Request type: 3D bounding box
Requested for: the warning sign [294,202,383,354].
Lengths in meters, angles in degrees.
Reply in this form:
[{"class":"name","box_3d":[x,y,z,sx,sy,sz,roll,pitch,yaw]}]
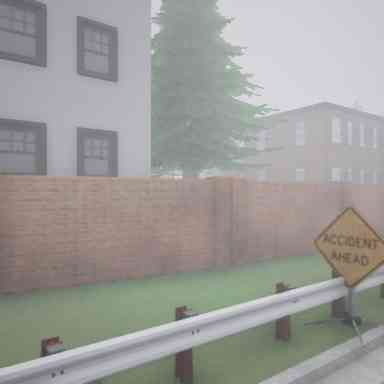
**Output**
[{"class":"warning sign","box_3d":[2.418,1.114,5.041,1.060,1.860,1.300,0,0,-35]}]
